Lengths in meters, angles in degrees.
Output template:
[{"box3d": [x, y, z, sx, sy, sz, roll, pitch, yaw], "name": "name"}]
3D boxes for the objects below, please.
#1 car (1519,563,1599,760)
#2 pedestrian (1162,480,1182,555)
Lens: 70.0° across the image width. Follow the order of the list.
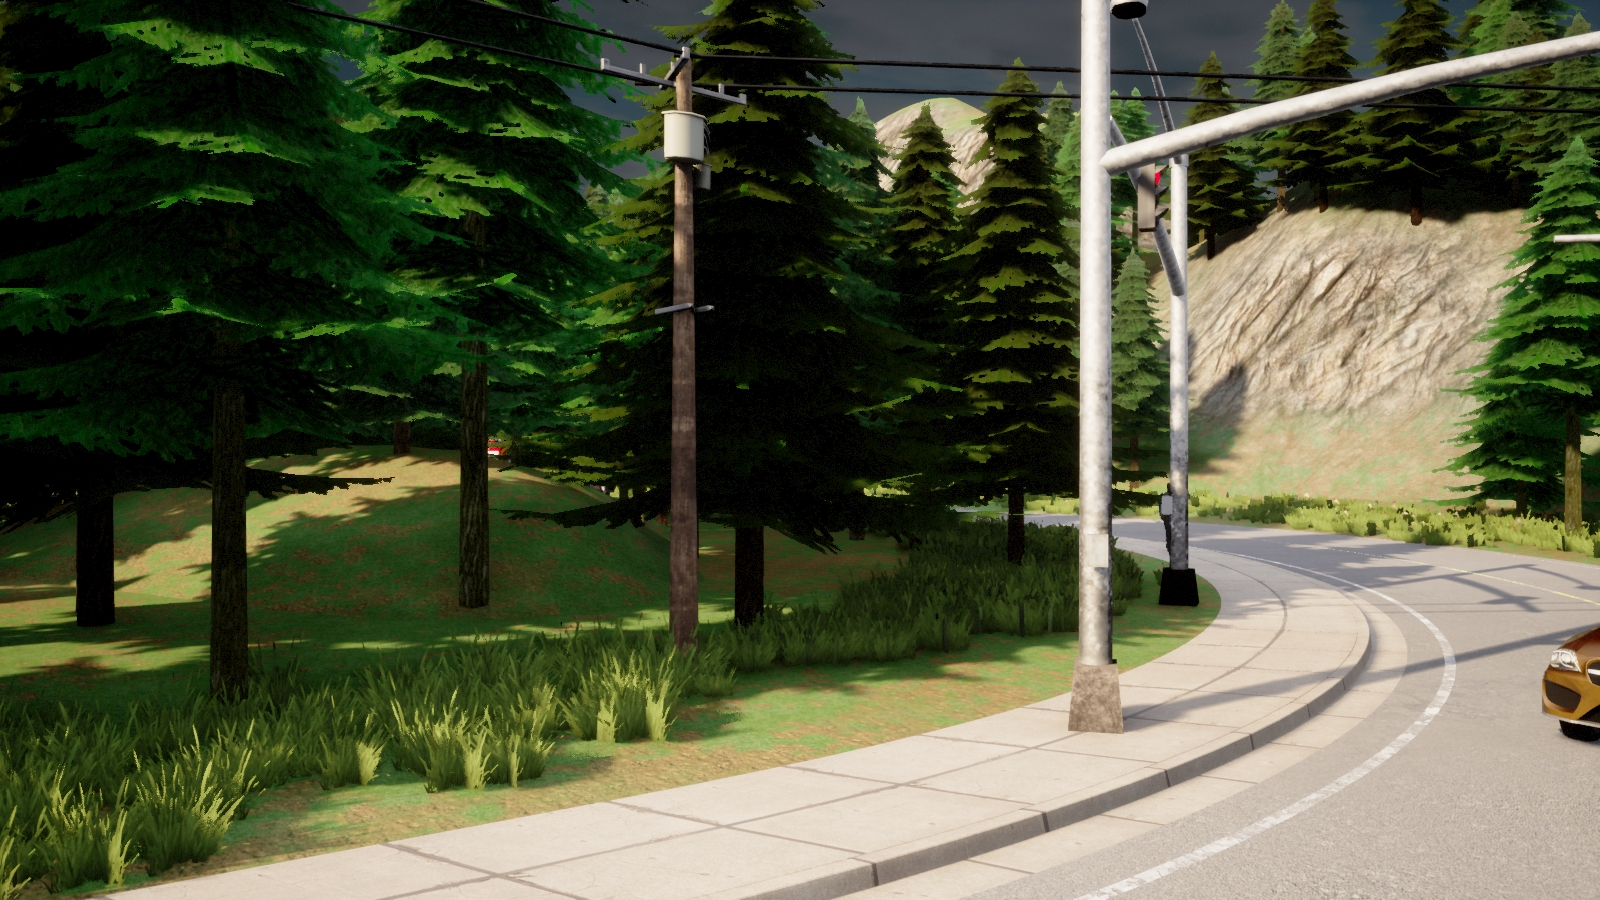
[{"box3d": [9.577, 1.970, 11.147, 5.027, 1.651, 2.152, 0, 0, -29], "name": "car"}, {"box3d": [9.251, 1.669, 28.391, 0.375, 1.860, 0.375, 0, 0, 0], "name": "pedestrian"}]
